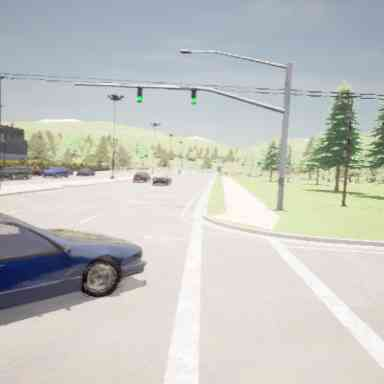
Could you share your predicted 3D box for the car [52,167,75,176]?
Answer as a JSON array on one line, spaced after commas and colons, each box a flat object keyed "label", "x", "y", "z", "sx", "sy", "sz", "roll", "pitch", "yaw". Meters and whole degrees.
[{"label": "car", "x": -21.182, "y": -3.419, "z": 54.923, "sx": 1.994, "sy": 1.385, "sz": 4.181, "roll": 3, "pitch": 4, "yaw": 4}]

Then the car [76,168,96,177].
[{"label": "car", "x": -17.634, "y": -3.276, "z": 55.448, "sx": 1.994, "sy": 1.385, "sz": 4.181, "roll": 3, "pitch": 4, "yaw": 4}]

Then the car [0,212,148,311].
[{"label": "car", "x": -3.239, "y": 1.005, "z": 4.883, "sx": 2.033, "sy": 1.411, "sz": 5.357, "roll": 6, "pitch": 5, "yaw": 44}]

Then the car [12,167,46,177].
[{"label": "car", "x": -21.978, "y": -2.728, "z": 45.077, "sx": 1.895, "sy": 1.301, "sz": 4.718, "roll": 3, "pitch": 4, "yaw": 4}]

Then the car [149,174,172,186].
[{"label": "car", "x": -3.625, "y": -1.554, "z": 41.648, "sx": 1.895, "sy": 1.301, "sz": 4.718, "roll": 3, "pitch": 4, "yaw": 4}]

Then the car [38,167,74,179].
[{"label": "car", "x": -18.437, "y": -2.697, "z": 45.428, "sx": 1.882, "sy": 1.535, "sz": 5.008, "roll": 3, "pitch": 4, "yaw": 4}]

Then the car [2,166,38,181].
[{"label": "car", "x": -19.198, "y": -2.045, "z": 36.024, "sx": 1.837, "sy": 1.490, "sz": 4.892, "roll": 3, "pitch": 4, "yaw": 4}]

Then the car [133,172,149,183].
[{"label": "car", "x": -6.798, "y": -2.078, "z": 45.716, "sx": 1.812, "sy": 1.442, "sz": 4.674, "roll": 3, "pitch": 4, "yaw": 4}]
